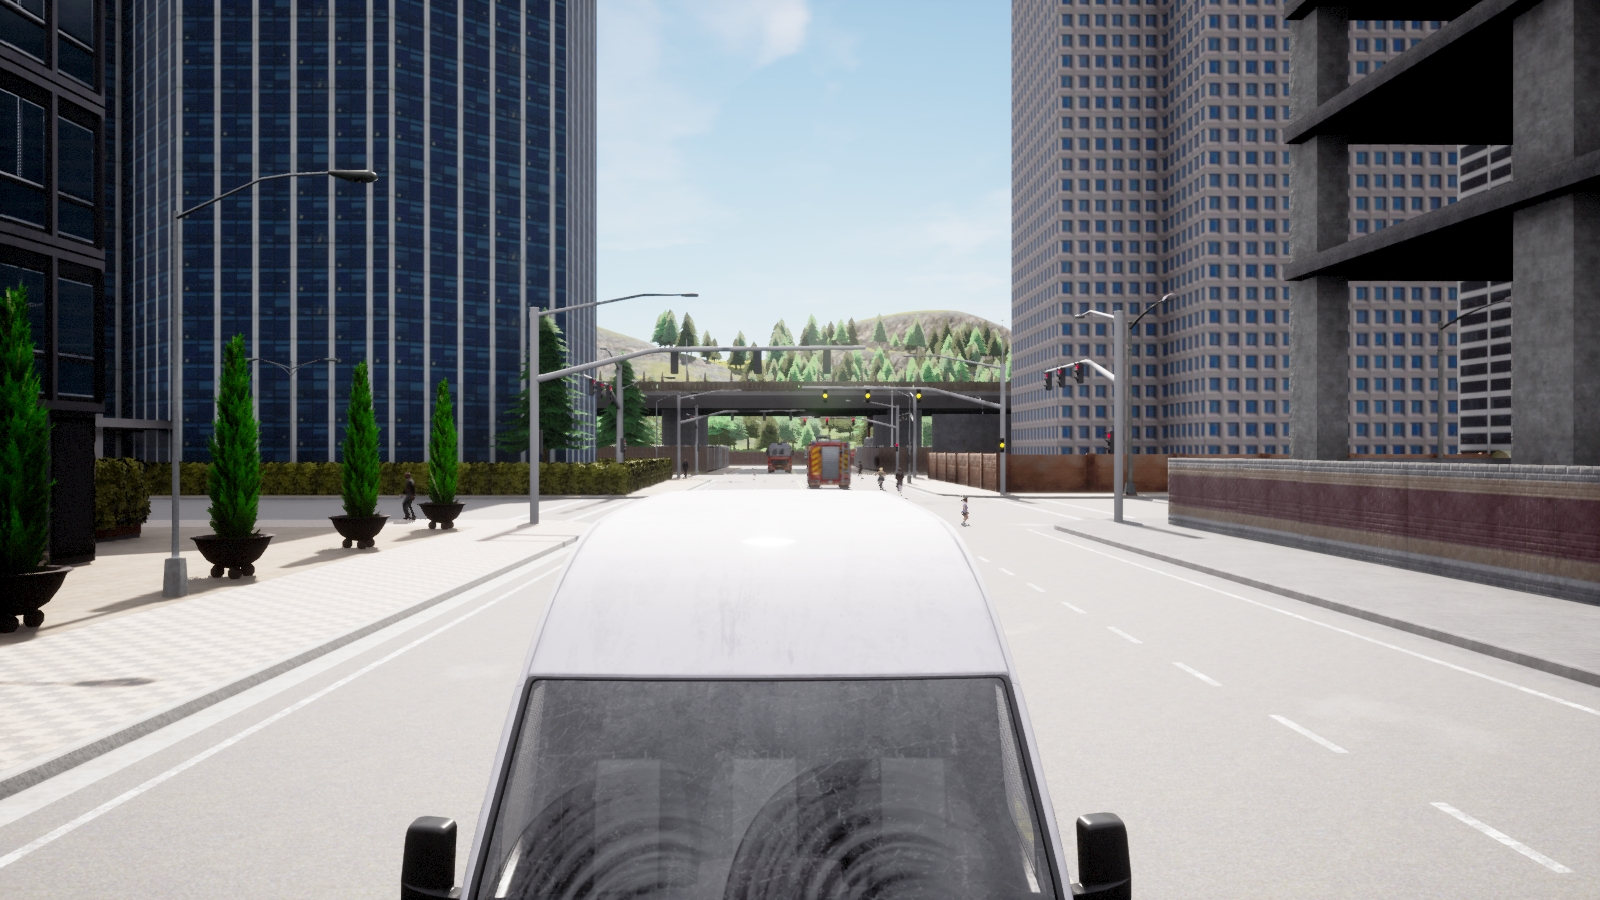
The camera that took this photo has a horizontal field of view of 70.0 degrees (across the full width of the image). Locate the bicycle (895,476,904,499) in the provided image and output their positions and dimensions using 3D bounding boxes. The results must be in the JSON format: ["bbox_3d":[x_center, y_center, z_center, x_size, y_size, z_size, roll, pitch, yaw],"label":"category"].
[{"bbox_3d":[5.793,2.160,66.803,0.329,1.271,1.835,0,0,-1],"label":"bicycle"}]

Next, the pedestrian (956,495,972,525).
[{"bbox_3d":[6.075,2.228,42.407,0.500,1.100,0.500,0,0,-5],"label":"pedestrian"}]

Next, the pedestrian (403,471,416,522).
[{"bbox_3d":[-14.357,1.696,41.998,0.375,1.860,0.375,0,0,-27],"label":"pedestrian"}]

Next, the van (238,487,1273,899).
[{"bbox_3d":[-0.128,1.535,5.152,1.988,2.561,5.915,0,0,-1],"label":"van"}]
